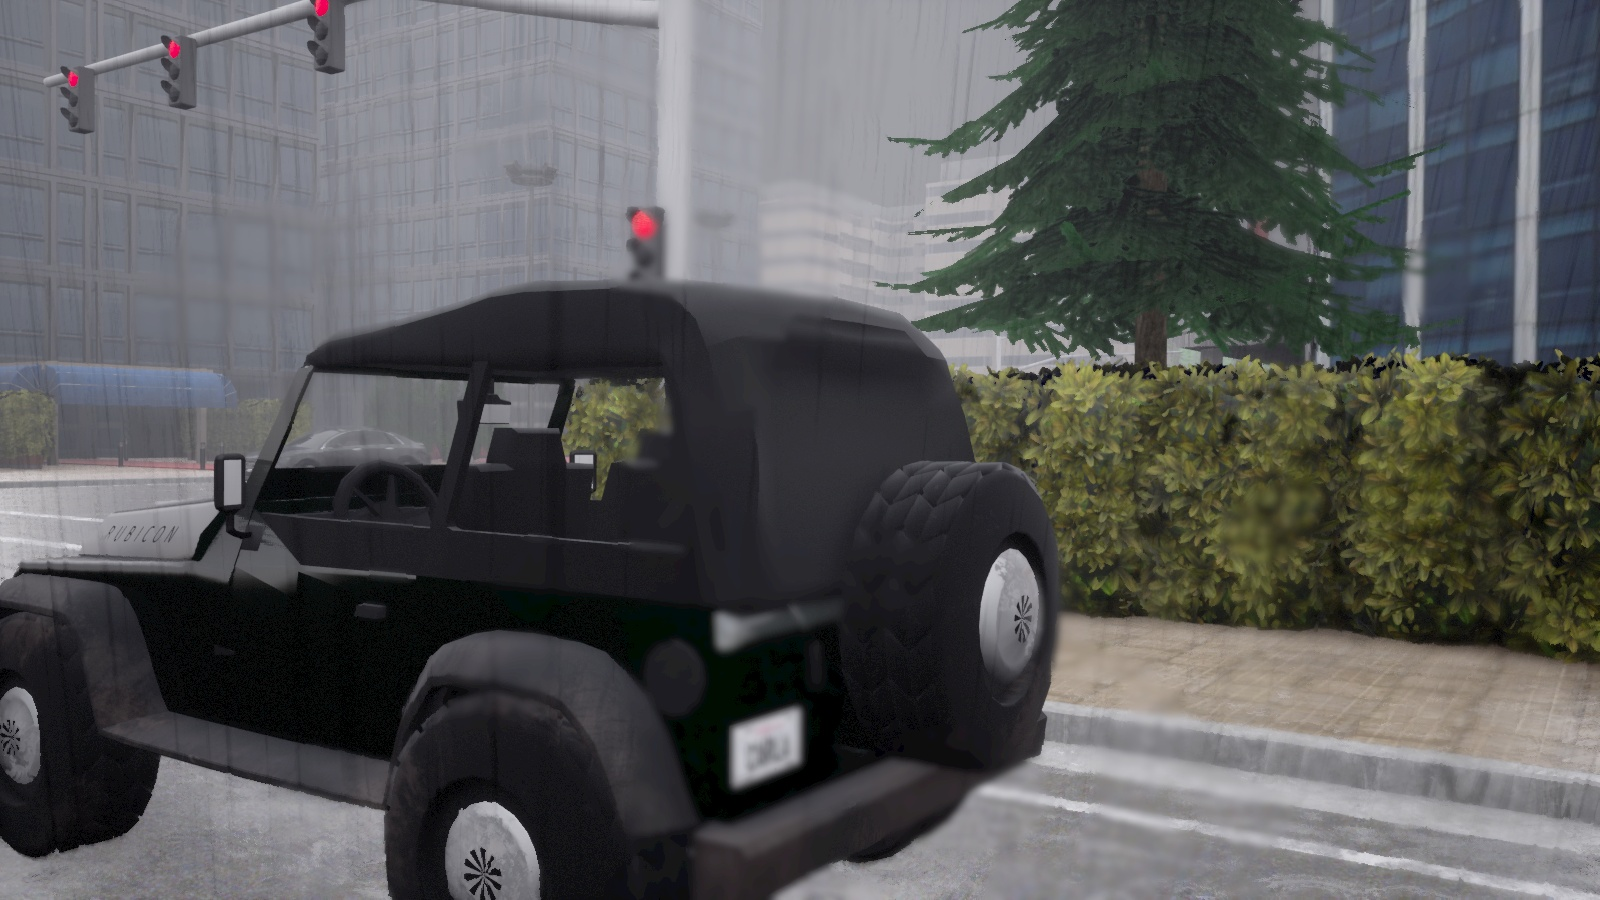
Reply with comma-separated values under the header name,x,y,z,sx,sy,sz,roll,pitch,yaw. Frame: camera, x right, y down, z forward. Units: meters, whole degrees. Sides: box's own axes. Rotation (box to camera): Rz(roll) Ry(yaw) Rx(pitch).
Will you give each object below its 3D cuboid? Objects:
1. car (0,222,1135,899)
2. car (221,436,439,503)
name,x,y,z,sx,sy,sz,roll,pitch,yaw
car,-1.061,0.478,4.325,3.866,1.878,1.905,0,1,34
car,-11.500,0.416,31.089,1.837,1.490,4.892,0,1,33
